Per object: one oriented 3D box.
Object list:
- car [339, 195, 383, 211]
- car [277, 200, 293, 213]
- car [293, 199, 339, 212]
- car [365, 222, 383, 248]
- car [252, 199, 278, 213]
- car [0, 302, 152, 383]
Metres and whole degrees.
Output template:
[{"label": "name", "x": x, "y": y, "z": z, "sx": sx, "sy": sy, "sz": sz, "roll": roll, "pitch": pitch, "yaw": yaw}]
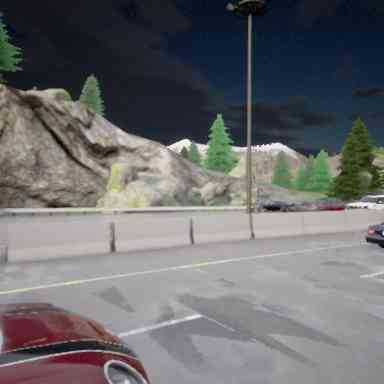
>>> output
[{"label": "car", "x": 15.754, "y": 1.310, "z": 28.581, "sx": 5.566, "sy": 2.045, "sz": 2.150, "roll": 1, "pitch": 0, "yaw": -24}, {"label": "car", "x": 11.378, "y": 1.630, "z": 34.242, "sx": 4.181, "sy": 1.385, "sz": 1.994, "roll": 0, "pitch": 0, "yaw": -24}, {"label": "car", "x": 12.107, "y": 1.420, "z": 30.717, "sx": 4.553, "sy": 1.767, "sz": 2.097, "roll": 0, "pitch": 0, "yaw": -25}, {"label": "car", "x": 9.400, "y": 1.597, "z": 13.524, "sx": 5.357, "sy": 1.411, "sz": 2.033, "roll": 0, "pitch": 0, "yaw": -29}, {"label": "car", "x": 8.488, "y": 1.544, "z": 36.760, "sx": 4.902, "sy": 1.511, "sz": 2.128, "roll": 0, "pitch": 0, "yaw": -25}, {"label": "car", "x": -2.428, "y": 1.340, "z": 1.902, "sx": 4.553, "sy": 1.767, "sz": 2.097, "roll": 0, "pitch": 0, "yaw": -35}]
